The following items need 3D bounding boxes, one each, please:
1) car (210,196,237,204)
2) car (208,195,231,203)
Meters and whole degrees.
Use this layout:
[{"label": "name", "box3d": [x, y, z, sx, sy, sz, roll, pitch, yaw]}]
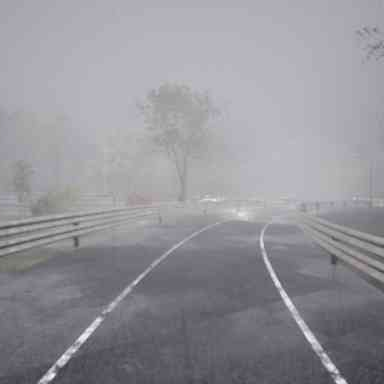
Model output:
[{"label": "car", "box3d": [6.807, 1.622, 65.257, 5.357, 1.411, 2.033, 1, 0, -36]}, {"label": "car", "box3d": [6.179, 1.540, 73.417, 5.008, 1.535, 1.882, 1, 1, -36]}]
